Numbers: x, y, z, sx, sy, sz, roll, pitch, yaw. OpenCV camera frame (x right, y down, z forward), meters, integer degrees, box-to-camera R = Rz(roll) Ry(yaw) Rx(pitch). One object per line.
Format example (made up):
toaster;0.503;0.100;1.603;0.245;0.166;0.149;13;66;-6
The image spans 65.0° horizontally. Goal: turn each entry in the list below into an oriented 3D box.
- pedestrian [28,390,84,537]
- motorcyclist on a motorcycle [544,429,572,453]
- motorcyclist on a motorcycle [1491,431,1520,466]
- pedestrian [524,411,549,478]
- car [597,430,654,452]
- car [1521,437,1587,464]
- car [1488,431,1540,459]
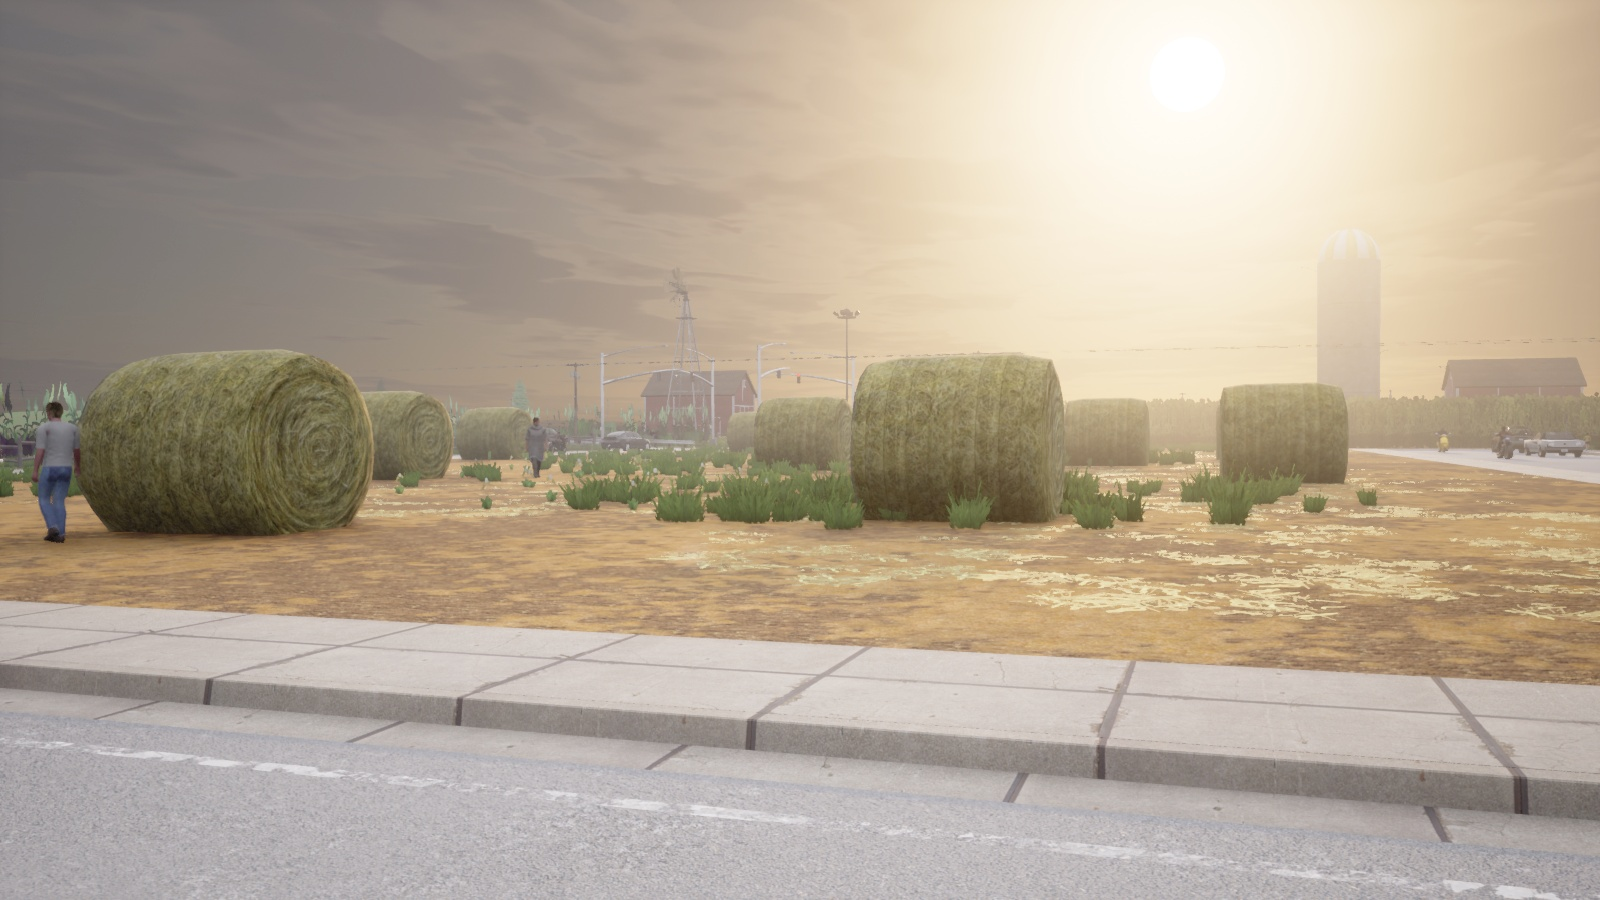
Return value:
pedestrian;-9.509;0.168;16.040;0.706;1.836;0.354;1;1;36
motorcyclist on a motorcycle;-15.618;-0.585;81.036;0.797;1.523;2.044;1;1;21
motorcyclist on a motorcycle;34.217;-0.096;60.942;0.766;1.649;2.350;1;1;18
pedestrian;-7.757;-0.170;36.965;0.659;1.952;0.873;0;1;-8
car;-12.362;-0.683;89.347;1.837;1.490;4.892;1;1;21
car;39.381;-0.002;65.668;1.895;1.301;4.718;1;1;18
car;42.000;-0.327;73.940;1.851;1.617;3.988;1;1;18
